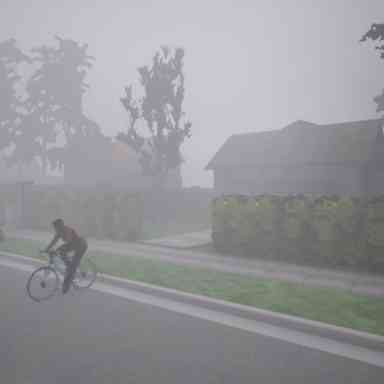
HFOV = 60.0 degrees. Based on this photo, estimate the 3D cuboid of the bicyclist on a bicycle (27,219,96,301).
[{"bbox_3d":[-2.721,1.388,7.105,0.582,1.620,1.656,0,0,35],"label":"bicyclist on a bicycle"}]
